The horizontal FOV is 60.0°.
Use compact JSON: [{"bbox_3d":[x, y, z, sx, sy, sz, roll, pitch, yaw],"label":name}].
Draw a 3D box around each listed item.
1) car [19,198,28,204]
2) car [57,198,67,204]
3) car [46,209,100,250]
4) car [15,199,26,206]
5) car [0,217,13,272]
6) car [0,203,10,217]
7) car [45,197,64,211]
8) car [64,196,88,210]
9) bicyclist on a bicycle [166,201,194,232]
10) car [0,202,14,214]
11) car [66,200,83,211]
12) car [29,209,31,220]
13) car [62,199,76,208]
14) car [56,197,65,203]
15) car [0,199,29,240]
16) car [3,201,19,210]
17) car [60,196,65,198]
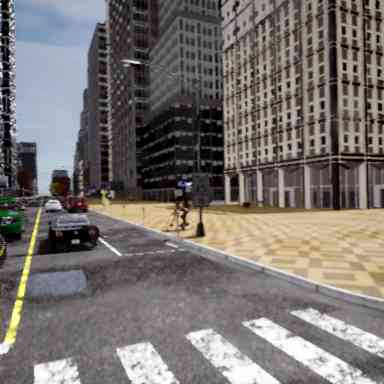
[{"bbox_3d":[-41.623,2.267,82.152,1.802,1.307,4.206,-1,0,-24],"label":"car"},{"bbox_3d":[-29.537,1.998,75.589,1.752,1.417,4.829,-1,0,-24],"label":"car"},{"bbox_3d":[-5.508,1.689,15.172,1.895,1.301,4.718,-1,0,-24],"label":"car"},{"bbox_3d":[-37.123,2.195,72.029,1.802,1.307,4.206,-1,0,-24],"label":"car"},{"bbox_3d":[-6.494,1.675,9.485,1.994,1.385,4.181,-1,0,-24],"label":"car"},{"bbox_3d":[-21.374,1.926,36.597,1.947,1.339,4.313,-1,0,-24],"label":"car"},{"bbox_3d":[-18.165,1.821,43.616,1.812,1.442,4.674,-1,0,-24],"label":"car"},{"bbox_3d":[-13.721,1.534,40.002,2.192,1.841,5.009,-1,0,-24],"label":"car"},{"bbox_3d":[-0.653,1.299,17.834,1.656,1.620,0.582,-1,0,-24],"label":"bicyclist on a bicycle"},{"bbox_3d":[-23.624,1.947,41.658,2.008,1.369,4.403,-1,0,-24],"label":"car"},{"bbox_3d":[-15.968,1.800,45.063,1.887,1.381,4.507,-1,0,-24],"label":"car"},{"bbox_3d":[-14.294,1.765,27.055,1.812,1.442,4.674,-1,0,-24],"label":"car"},{"bbox_3d":[-20.468,1.893,55.187,1.947,1.339,4.313,-1,0,-24],"label":"car"},{"bbox_3d":[-33.967,2.109,85.557,1.947,1.339,4.313,-1,0,-24],"label":"car"},{"bbox_3d":[-10.247,1.395,17.918,2.150,2.045,5.566,-1,0,-24],"label":"car"},{"bbox_3d":[-28.123,2.051,51.782,1.802,1.307,4.206,-1,0,-24],"label":"car"},{"bbox_3d":[-18.222,1.606,50.126,2.192,1.841,5.009,-1,0,-24],"label":"car"}]
